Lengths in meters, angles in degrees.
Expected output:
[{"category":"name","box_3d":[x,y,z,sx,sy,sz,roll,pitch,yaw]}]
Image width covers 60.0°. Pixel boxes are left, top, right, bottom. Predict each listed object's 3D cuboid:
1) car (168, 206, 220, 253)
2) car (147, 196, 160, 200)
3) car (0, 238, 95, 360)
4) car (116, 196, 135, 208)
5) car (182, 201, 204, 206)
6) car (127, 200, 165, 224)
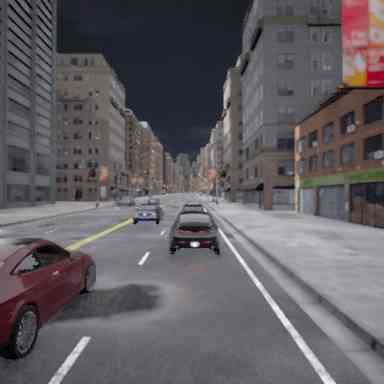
[{"category":"car","box_3d":[0.099,1.519,13.666,1.837,1.490,4.892,0,0,0]},{"category":"car","box_3d":[-6.517,1.519,56.800,2.128,1.511,4.902,0,0,1]},{"category":"car","box_3d":[-3.151,1.533,5.831,1.812,1.442,4.674,0,0,0]},{"category":"car","box_3d":[-9.811,1.380,49.551,2.097,1.767,4.553,0,0,0]},{"category":"car","box_3d":[0.104,1.517,30.315,2.128,1.511,4.902,0,0,0]},{"category":"car","box_3d":[-3.148,1.570,24.771,2.033,1.411,5.357,0,0,0]}]
